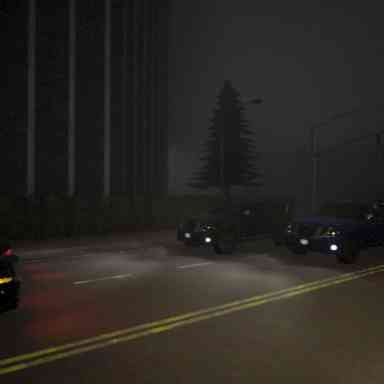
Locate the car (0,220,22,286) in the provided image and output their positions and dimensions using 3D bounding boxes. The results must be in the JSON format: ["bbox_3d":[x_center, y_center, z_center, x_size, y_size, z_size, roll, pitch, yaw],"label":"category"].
[{"bbox_3d":[-7.023,1.538,7.574,5.357,1.411,2.033,1,0,-35],"label":"car"}]

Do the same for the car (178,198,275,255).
[{"bbox_3d":[2.087,1.289,14.035,5.566,2.045,2.150,1,0,-36],"label":"car"}]

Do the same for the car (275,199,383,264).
[{"bbox_3d":[5.939,1.305,12.459,5.566,2.045,2.150,1,0,-35],"label":"car"}]

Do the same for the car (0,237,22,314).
[{"bbox_3d":[-5.031,1.516,4.699,4.674,1.442,1.812,0,0,-35],"label":"car"}]
